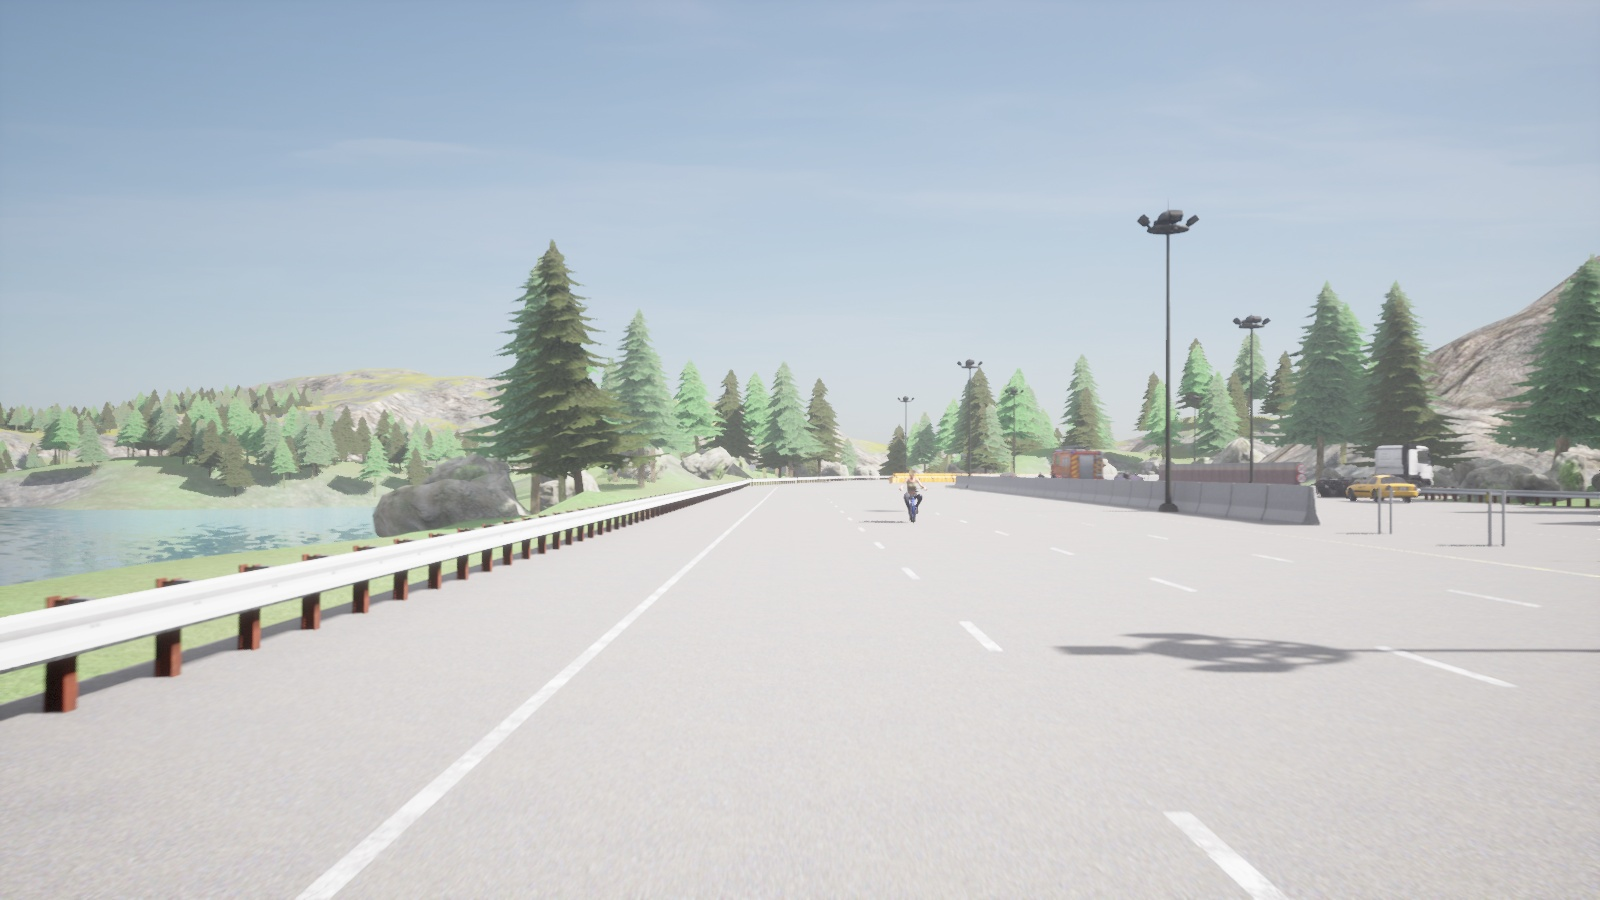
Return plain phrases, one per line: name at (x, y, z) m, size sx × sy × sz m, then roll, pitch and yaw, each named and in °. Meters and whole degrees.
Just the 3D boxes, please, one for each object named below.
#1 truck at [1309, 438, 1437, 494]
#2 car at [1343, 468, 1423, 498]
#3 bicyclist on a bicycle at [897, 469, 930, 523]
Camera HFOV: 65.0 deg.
truck at (36.947, 1.038, 80.965) m, size 7.936 × 3.462 × 2.891 m, roll 0°, pitch -1°, yaw -24°
car at (31.337, 1.761, 67.678) m, size 1.801 × 1.575 × 5.366 m, roll 0°, pitch -1°, yaw 0°
bicyclist on a bicycle at (3.413, 1.373, 37.940) m, size 0.866 × 1.612 × 1.509 m, roll 0°, pitch -1°, yaw 0°
